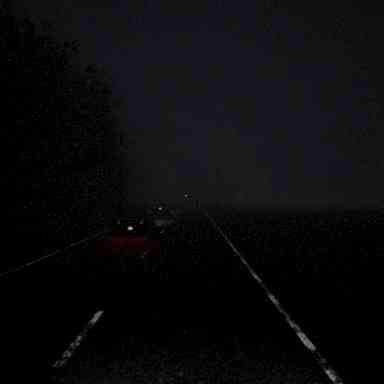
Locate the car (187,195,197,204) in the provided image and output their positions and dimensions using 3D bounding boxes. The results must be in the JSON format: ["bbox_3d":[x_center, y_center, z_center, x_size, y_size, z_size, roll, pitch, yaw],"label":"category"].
[{"bbox_3d":[-0.046,1.768,79.290,2.150,2.045,5.566,0,0,0],"label":"car"}]

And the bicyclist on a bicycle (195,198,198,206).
[{"bbox_3d":[0.922,1.895,64.167,0.582,1.620,1.656,0,-1,0],"label":"bicyclist on a bicycle"}]

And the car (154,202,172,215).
[{"bbox_3d":[-3.425,1.826,38.092,1.994,1.385,4.181,0,0,0],"label":"car"}]

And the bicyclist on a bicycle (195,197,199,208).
[{"bbox_3d":[0.930,1.754,55.685,0.659,1.776,1.843,0,0,0],"label":"bicyclist on a bicycle"}]

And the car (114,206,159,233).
[{"bbox_3d":[-3.415,1.743,20.649,1.895,1.301,4.718,0,0,0],"label":"car"}]
